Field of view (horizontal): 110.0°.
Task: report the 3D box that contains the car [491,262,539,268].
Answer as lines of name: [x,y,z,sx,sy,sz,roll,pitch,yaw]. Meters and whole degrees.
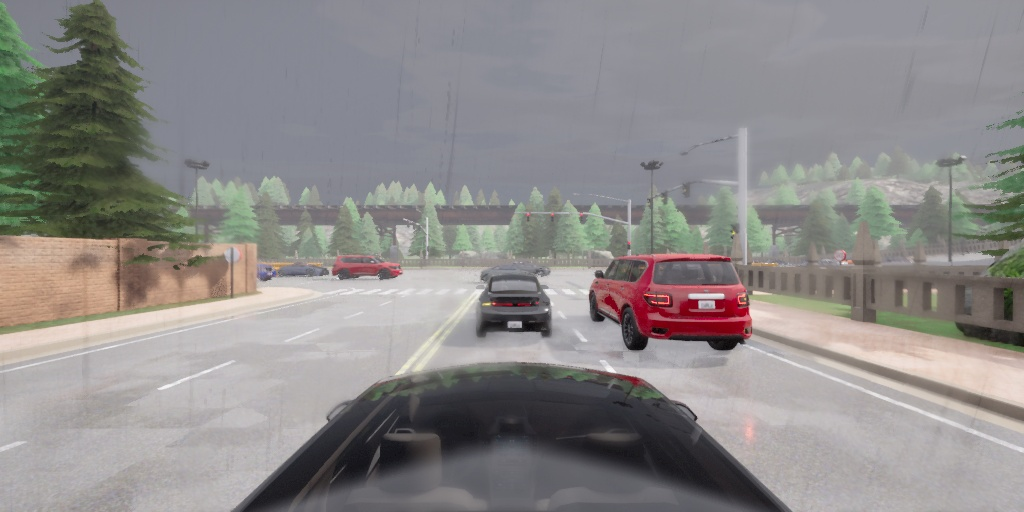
car: [-0.319,1.314,26.780,4.181,1.385,1.994,0,0,0]

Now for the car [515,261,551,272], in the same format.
car: [1.173,1.241,33.782,4.902,1.511,2.128,0,0,0]

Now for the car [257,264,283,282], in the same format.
car: [-20.770,0.971,26.735,5.566,2.045,2.150,0,0,0]

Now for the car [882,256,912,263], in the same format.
car: [42.821,0.891,41.097,4.553,1.767,2.097,-2,0,0]

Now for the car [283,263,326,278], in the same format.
car: [-19.623,1.314,33.752,4.181,1.385,1.994,0,0,0]

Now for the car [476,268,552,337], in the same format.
car: [0.023,1.255,10.260,1.837,1.490,4.892,0,0,-1]

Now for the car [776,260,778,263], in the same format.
car: [34.766,1.240,48.059,4.892,1.490,1.837,0,0,0]

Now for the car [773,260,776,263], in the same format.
car: [29.247,1.242,44.535,4.902,1.511,2.128,0,0,0]

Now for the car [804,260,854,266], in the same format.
car: [30.369,1.314,33.840,4.181,1.385,1.994,0,0,0]

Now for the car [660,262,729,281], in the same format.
car: [15.367,1.257,30.303,4.892,1.490,1.837,-1,0,0]

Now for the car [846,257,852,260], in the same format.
car: [39.230,1.183,44.584,4.674,1.442,1.812,-1,0,0]

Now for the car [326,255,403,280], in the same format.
car: [-12.164,0.972,30.261,5.566,2.045,2.150,0,0,0]

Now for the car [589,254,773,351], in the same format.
car: [3.519,0.971,9.158,2.150,2.045,5.566,0,0,0]

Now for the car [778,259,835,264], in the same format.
car: [34.189,1.287,41.059,5.357,1.411,2.033,0,0,0]
